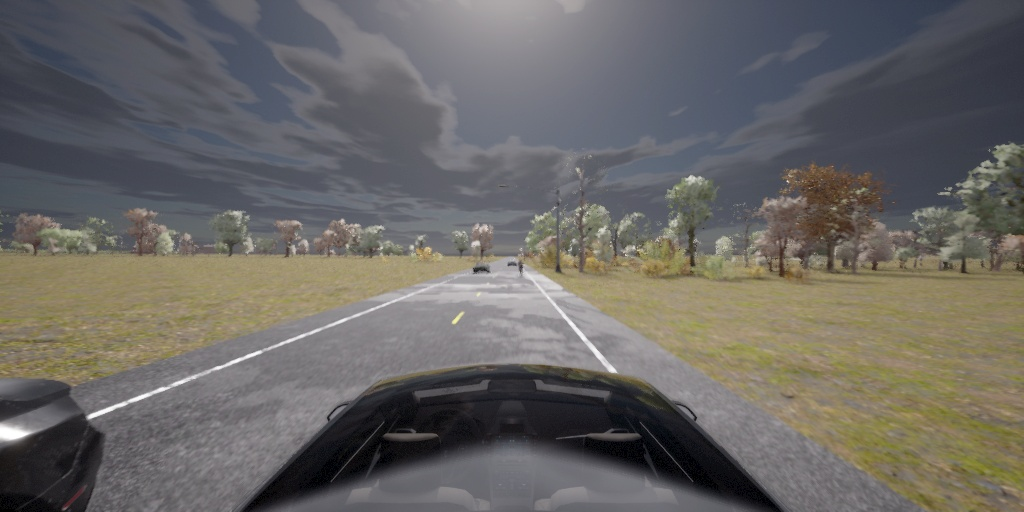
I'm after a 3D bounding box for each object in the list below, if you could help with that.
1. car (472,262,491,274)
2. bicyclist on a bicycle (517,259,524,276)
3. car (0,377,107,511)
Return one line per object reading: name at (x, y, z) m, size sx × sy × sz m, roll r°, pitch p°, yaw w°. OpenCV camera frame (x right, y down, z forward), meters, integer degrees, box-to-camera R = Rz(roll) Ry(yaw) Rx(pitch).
car at (-3.549, 1.388, 42.524) m, size 1.895 × 1.301 × 4.718 m, roll 0°, pitch 0°, yaw 1°
bicyclist on a bicycle at (0.972, 1.233, 36.450) m, size 0.582 × 1.620 × 1.656 m, roll 0°, pitch 0°, yaw 0°
car at (-3.599, 1.254, 0.259) m, size 1.837 × 1.490 × 4.892 m, roll 0°, pitch 0°, yaw 0°
